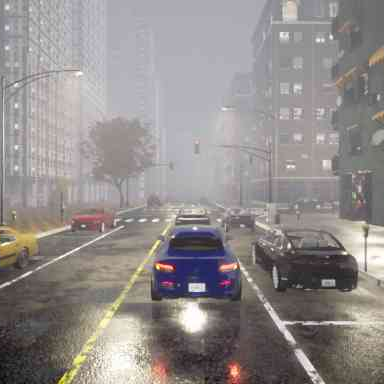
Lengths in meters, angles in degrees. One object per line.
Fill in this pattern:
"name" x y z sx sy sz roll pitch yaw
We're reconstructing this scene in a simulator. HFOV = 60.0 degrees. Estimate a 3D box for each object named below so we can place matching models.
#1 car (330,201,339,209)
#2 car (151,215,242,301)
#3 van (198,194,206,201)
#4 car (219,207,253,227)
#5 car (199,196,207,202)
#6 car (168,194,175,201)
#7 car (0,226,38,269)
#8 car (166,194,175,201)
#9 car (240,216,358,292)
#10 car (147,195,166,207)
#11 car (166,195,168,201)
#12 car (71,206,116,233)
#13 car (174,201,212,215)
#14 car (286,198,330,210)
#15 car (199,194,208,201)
"car" 18.755 1.259 39.267 4.829 1.417 1.752 -1 1 -1
"car" 0.079 1.526 8.190 1.812 1.442 4.674 0 0 0
"van" 2.537 1.425 85.303 1.690 1.788 3.998 0 0 0
"car" 2.657 1.555 19.777 2.008 1.369 4.403 0 0 0
"car" 2.548 1.599 79.949 1.752 1.417 4.829 0 0 0
"car" -5.843 1.650 85.288 1.947 1.339 4.313 0 0 0
"car" -5.703 1.526 8.526 1.752 1.417 4.829 0 0 0
"car" -5.854 1.410 90.810 2.192 1.841 5.009 0 0 0
"car" 2.677 1.552 8.711 2.008 1.369 4.403 0 0 0
"car" -5.783 1.349 52.150 2.192 1.841 5.009 0 0 0
"car" -5.793 1.607 57.673 1.947 1.339 4.313 0 0 0
"car" -5.723 1.549 19.762 1.887 1.381 4.507 0 0 0
"car" 0.048 1.495 18.293 2.128 1.511 4.902 0 0 0
"car" 13.358 1.359 39.202 4.403 1.369 2.008 -1 1 -1
"car" 2.558 1.630 74.256 1.947 1.339 4.313 0 0 0
